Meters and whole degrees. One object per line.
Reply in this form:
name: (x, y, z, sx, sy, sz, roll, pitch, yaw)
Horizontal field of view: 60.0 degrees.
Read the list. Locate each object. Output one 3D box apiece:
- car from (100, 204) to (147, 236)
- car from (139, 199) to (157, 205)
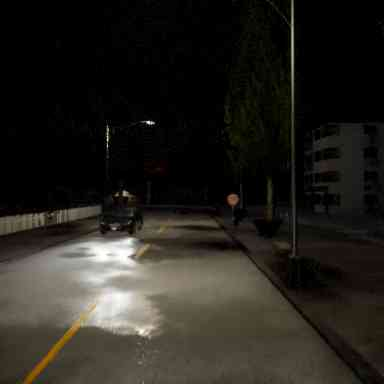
car: (-4.101, 1.687, 19.983, 2.128, 1.511, 4.902, 0, -1, 0)
car: (-9.103, 2.081, 68.525, 3.633, 1.501, 1.845, 0, -1, 0)
